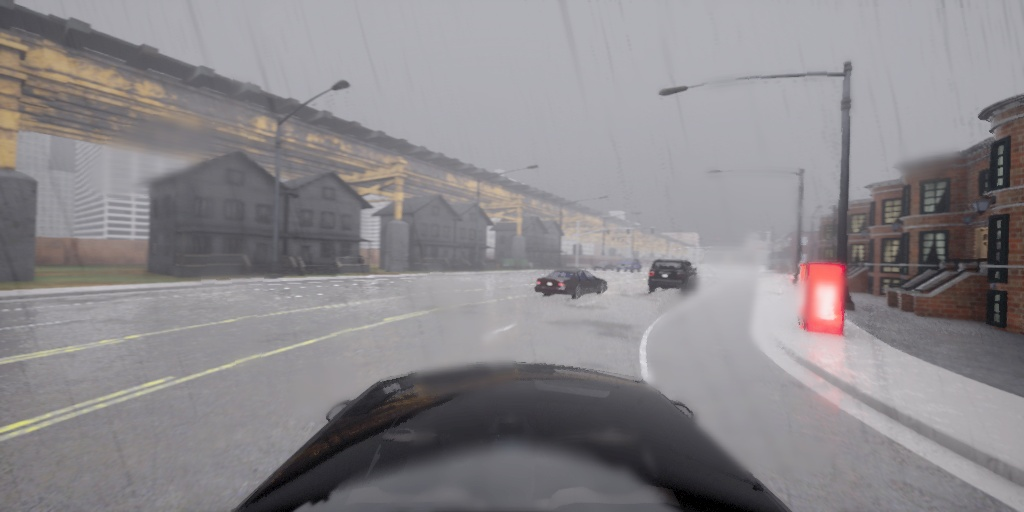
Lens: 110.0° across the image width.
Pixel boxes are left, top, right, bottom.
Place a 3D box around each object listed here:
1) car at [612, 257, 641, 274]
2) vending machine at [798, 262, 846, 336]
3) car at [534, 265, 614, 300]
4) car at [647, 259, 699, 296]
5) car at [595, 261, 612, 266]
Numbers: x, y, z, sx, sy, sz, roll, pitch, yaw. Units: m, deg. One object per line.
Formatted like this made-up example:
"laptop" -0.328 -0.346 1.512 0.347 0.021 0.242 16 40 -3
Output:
"car" 16.199 1.203 49.635 2.150 2.045 5.566 2 0 35
"vending machine" 8.560 1.178 9.924 1.100 2.100 0.880 0 0 35
"car" 3.191 1.376 18.597 2.033 1.411 5.357 2 0 36
"car" 10.051 1.238 22.192 2.150 2.045 5.566 2 0 35
"car" 13.333 1.437 51.655 2.033 1.411 5.357 2 0 35
